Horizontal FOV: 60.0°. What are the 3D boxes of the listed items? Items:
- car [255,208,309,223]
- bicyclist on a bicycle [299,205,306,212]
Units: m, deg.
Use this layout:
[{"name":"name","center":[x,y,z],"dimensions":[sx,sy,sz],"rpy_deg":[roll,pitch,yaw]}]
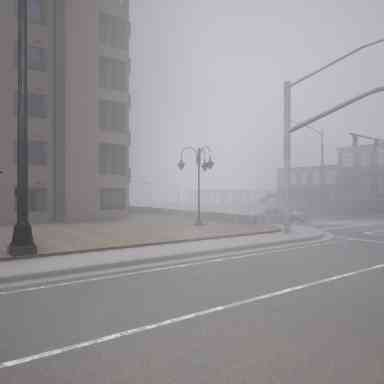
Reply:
[{"name":"car","center":[7.958,2.096,29.830],"dimensions":[1.895,1.301,4.718],"rpy_deg":[0,-4,-36]},{"name":"bicyclist on a bicycle","center":[13.575,2.464,40.693],"dimensions":[1.656,1.620,0.582],"rpy_deg":[0,-8,-35]}]
